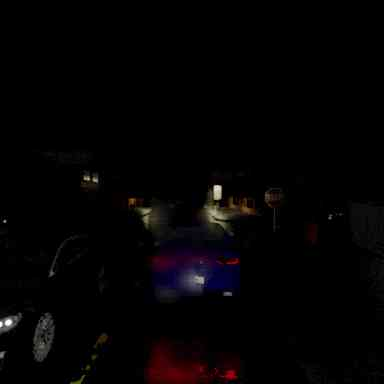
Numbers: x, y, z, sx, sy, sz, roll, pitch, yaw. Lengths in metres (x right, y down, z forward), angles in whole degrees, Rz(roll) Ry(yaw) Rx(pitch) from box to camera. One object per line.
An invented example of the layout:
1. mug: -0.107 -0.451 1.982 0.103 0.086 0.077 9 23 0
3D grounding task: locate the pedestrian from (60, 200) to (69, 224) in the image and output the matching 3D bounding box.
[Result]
1. pedestrian: -9.641 1.454 25.094 0.375 1.860 0.375 0 -1 1

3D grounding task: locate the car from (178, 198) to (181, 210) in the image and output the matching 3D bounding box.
1. car: -2.814 1.433 46.135 2.150 2.045 5.566 0 -1 0

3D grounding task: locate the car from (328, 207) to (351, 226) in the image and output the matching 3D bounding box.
1. car: 11.531 1.424 21.874 4.902 1.511 2.128 -1 -2 1

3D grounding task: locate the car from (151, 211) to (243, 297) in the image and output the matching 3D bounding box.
1. car: 0.105 1.492 8.652 1.882 1.535 5.008 0 0 0

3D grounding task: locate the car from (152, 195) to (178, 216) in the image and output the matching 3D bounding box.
1. car: -2.810 1.468 33.925 2.097 1.767 4.553 0 0 0

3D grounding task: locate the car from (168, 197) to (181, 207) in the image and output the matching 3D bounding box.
1. car: -3.096 1.697 58.515 2.097 1.767 4.553 0 -1 -4

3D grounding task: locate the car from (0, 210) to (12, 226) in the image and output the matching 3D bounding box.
1. car: -13.529 1.375 19.273 5.566 2.045 2.150 -1 -2 1

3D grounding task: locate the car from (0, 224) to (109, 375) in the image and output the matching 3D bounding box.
1. car: -2.844 1.500 5.859 2.128 1.511 4.902 0 0 0
